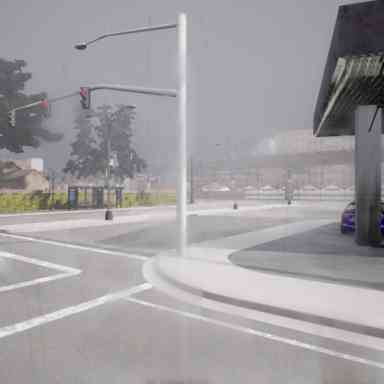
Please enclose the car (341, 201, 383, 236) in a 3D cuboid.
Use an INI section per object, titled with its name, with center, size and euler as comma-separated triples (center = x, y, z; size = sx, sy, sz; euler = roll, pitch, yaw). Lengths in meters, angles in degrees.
[car]
center = 9.458, 1.295, 17.721
size = 2.242, 1.667, 4.611
euler = 0, 0, 37
